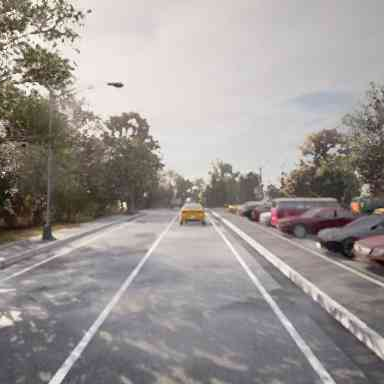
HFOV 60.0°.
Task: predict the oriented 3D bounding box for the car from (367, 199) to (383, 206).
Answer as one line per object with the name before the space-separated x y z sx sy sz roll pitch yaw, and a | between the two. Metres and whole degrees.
car | 20.007 1.716 31.466 5.366 1.575 1.946 0 -1 0

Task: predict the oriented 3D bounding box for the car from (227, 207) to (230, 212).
car | 6.940 1.850 40.018 5.366 1.575 1.946 0 -1 0

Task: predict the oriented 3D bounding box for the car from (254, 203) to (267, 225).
car | 7.101 1.676 23.377 4.674 1.452 2.002 0 -1 0

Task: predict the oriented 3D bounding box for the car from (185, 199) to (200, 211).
car | 0.054 2.021 50.792 2.097 1.767 4.553 0 -2 0

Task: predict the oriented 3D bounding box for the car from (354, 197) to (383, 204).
car | 20.224 1.502 34.237 5.566 2.045 2.435 0 -1 0

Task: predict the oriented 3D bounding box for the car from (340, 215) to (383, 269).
car | 7.079 1.536 9.497 4.674 1.452 2.002 0 -1 0

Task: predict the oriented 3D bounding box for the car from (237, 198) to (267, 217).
car | 7.079 1.441 28.932 5.566 2.045 2.435 0 -1 0

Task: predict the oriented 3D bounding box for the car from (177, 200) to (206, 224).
car | 0.060 1.663 26.421 1.882 1.535 5.008 0 -1 1

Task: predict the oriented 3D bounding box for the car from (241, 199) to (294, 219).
car | 7.144 1.597 31.702 4.553 1.767 2.185 0 -1 0

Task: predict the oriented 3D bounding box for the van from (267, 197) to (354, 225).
van | 7.211 1.382 20.604 4.442 1.987 1.878 0 -1 0

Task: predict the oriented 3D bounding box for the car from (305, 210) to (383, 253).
car | 7.051 1.554 12.274 4.792 1.488 2.163 0 -1 0

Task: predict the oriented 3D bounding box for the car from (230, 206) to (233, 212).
car | 7.127 1.803 37.249 4.892 1.521 2.231 0 -1 0

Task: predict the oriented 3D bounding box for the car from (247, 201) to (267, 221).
car | 7.133 1.694 26.153 4.792 1.488 2.163 0 -1 0

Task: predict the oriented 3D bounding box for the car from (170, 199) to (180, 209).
car | -3.186 2.462 66.649 2.150 2.045 5.566 0 -2 0

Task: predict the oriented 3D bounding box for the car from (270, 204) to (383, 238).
car | 7.095 1.580 17.825 5.008 1.535 2.097 0 -1 0

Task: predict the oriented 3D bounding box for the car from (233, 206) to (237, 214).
car | 7.123 1.758 34.477 5.008 1.535 2.097 0 -1 0
